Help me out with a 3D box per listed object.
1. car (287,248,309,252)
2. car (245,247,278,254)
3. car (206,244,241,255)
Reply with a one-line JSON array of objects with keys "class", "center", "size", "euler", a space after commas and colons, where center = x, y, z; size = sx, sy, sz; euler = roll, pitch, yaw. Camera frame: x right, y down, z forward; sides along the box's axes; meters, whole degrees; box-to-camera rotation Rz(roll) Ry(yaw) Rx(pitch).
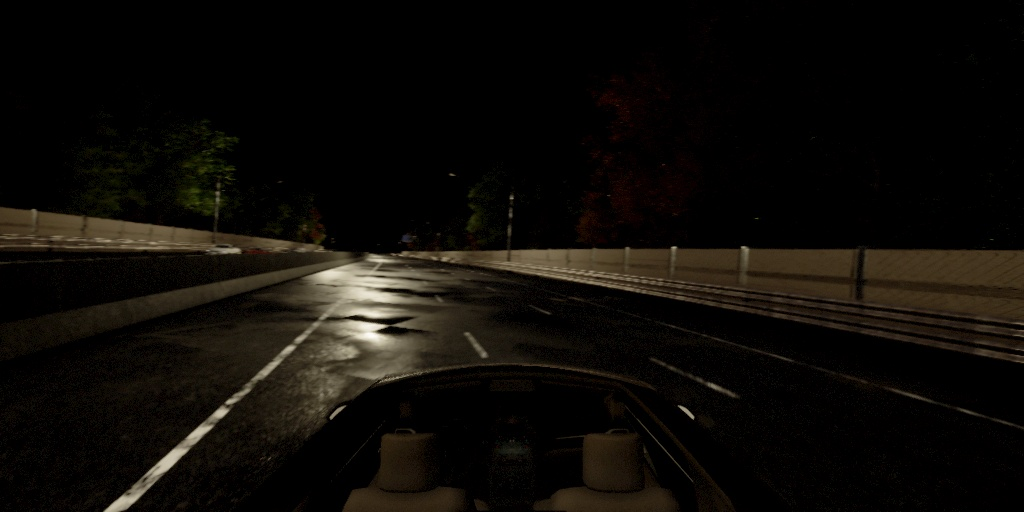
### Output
[{"class": "car", "center": [-24.740, -0.182, 41.574], "size": [2.128, 1.511, 4.902], "euler": [4, -1, -18]}, {"class": "car", "center": [-27.892, -0.286, 39.987], "size": [1.895, 1.301, 4.718], "euler": [4, -1, -18]}, {"class": "car", "center": [-31.253, -0.580, 39.028], "size": [1.812, 1.442, 4.674], "euler": [4, -1, -18]}]
